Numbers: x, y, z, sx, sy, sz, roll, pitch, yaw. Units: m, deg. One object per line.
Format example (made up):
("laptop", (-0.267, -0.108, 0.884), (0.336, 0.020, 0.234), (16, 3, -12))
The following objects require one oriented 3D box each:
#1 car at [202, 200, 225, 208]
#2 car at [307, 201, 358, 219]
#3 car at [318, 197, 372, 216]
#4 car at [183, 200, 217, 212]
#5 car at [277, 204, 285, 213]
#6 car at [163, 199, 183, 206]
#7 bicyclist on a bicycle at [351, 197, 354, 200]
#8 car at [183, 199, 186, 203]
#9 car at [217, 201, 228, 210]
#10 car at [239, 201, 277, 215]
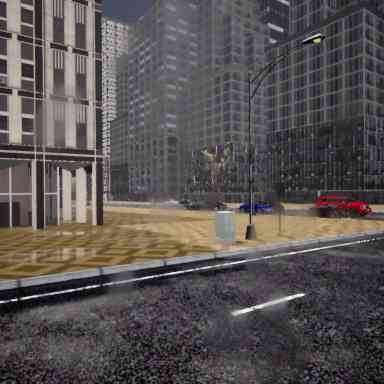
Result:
("car", (4.040, 2.311, 63.634), (1.895, 1.301, 4.718), (-1, -1, -35))
("car", (13.627, 1.881, 33.063), (1.994, 1.385, 4.181), (-1, -1, -35))
("car", (15.957, 1.518, 35.392), (2.150, 2.045, 5.566), (-1, -1, -35))
("car", (1.134, 2.258, 50.720), (1.895, 1.301, 4.718), (-1, -1, -35))
("car", (9.988, 1.964, 43.828), (1.837, 1.490, 4.892), (-1, -1, -35))
("car", (-4.378, 2.252, 69.890), (1.812, 1.442, 4.674), (-1, -1, -35))
("bicyclist on a bicycle", (21.996, 1.578, 45.642), (1.656, 1.620, 0.582), (-1, 0, -35))
("car", (-1.726, 2.225, 71.769), (2.128, 1.511, 4.902), (-1, -1, -35))
("car", (3.610, 2.136, 52.855), (1.837, 1.490, 4.892), (-1, 0, -35))
("car", (7.813, 2.001, 41.272), (1.812, 1.442, 4.674), (-1, -1, -36))
